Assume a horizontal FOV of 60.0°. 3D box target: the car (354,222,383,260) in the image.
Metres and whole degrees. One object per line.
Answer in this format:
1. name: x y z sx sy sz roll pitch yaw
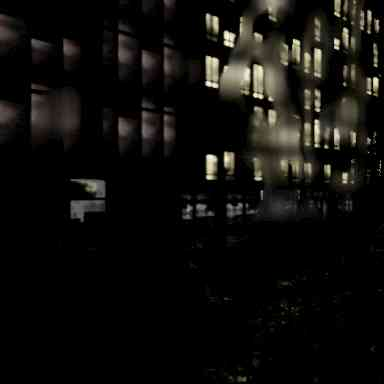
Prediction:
1. car: 7.571 1.692 11.978 4.403 1.369 2.008 1 -1 -36

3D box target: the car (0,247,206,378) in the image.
1. car: -1.679 1.600 5.372 4.206 1.307 1.802 1 -1 -36
